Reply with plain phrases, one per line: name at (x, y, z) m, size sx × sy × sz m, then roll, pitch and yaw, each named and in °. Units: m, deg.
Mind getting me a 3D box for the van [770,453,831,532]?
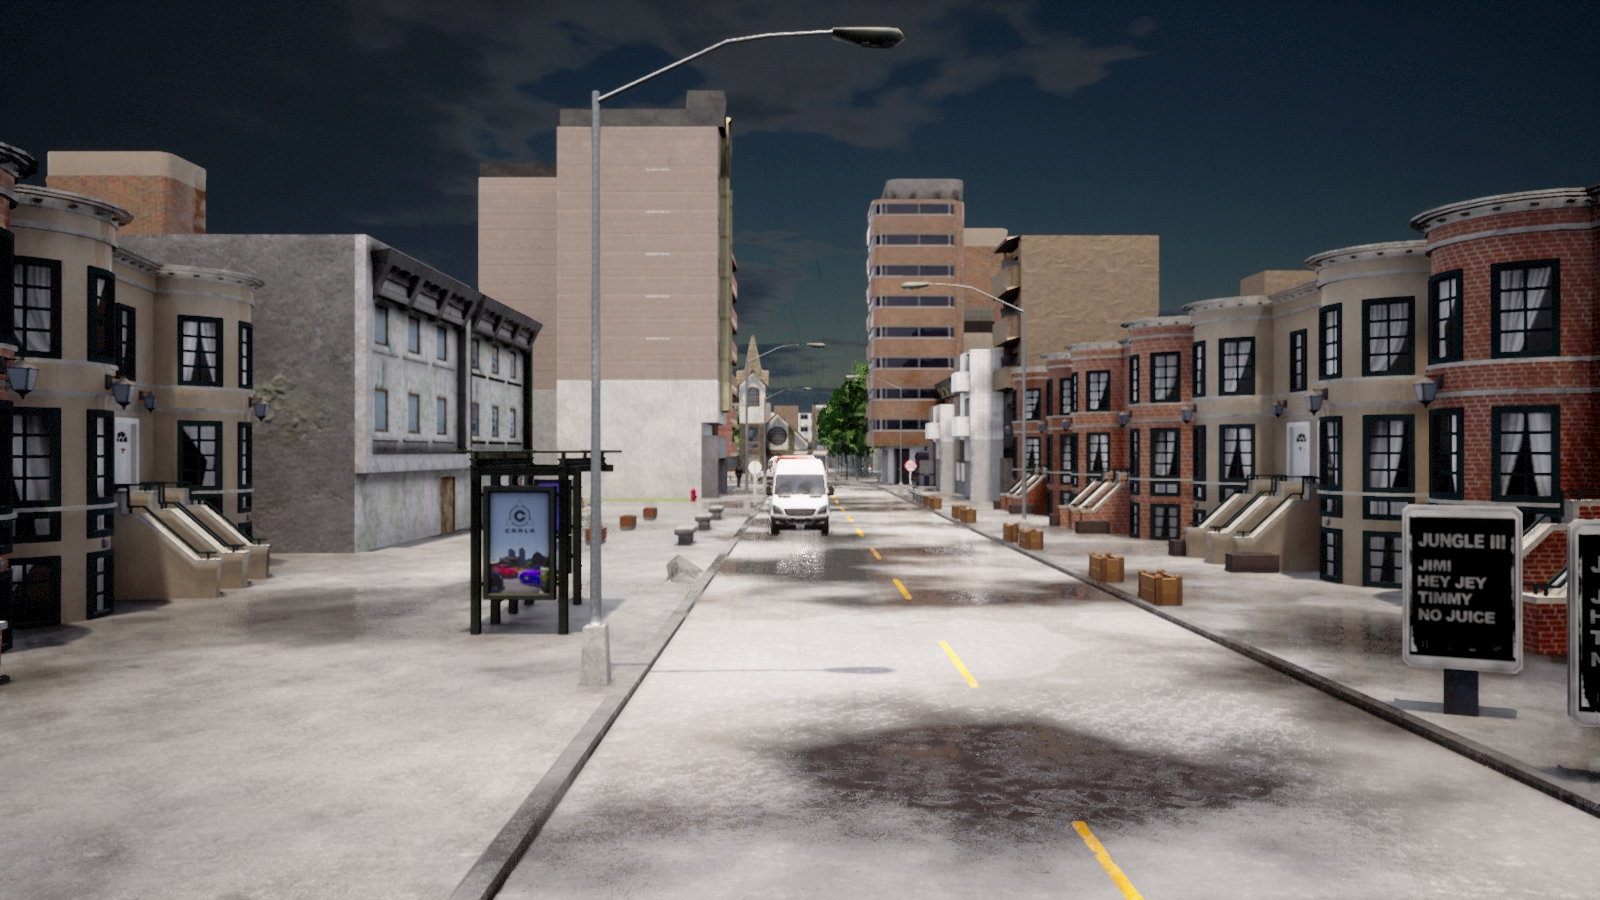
van at (0.007, 1.394, 40.174) m, size 1.988 × 2.561 × 5.915 m, roll 0°, pitch 0°, yaw 0°
